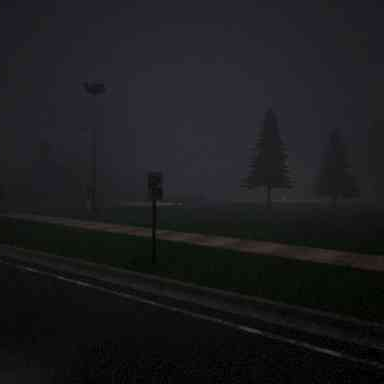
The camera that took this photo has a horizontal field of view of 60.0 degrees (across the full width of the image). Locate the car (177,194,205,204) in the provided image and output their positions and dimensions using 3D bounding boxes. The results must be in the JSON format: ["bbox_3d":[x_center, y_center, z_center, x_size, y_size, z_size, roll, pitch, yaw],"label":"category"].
[{"bbox_3d":[0.298,1.118,54.655,2.128,1.511,4.902,1,0,35],"label":"car"}]

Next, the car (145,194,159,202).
[{"bbox_3d":[-5.622,1.107,58.380,1.994,1.385,4.181,1,0,35],"label":"car"}]

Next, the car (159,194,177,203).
[{"bbox_3d":[-2.899,1.185,56.182,1.895,1.301,4.718,1,0,35],"label":"car"}]

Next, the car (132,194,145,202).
[{"bbox_3d":[-8.767,1.027,59.973,1.812,1.442,4.674,1,0,35],"label":"car"}]
